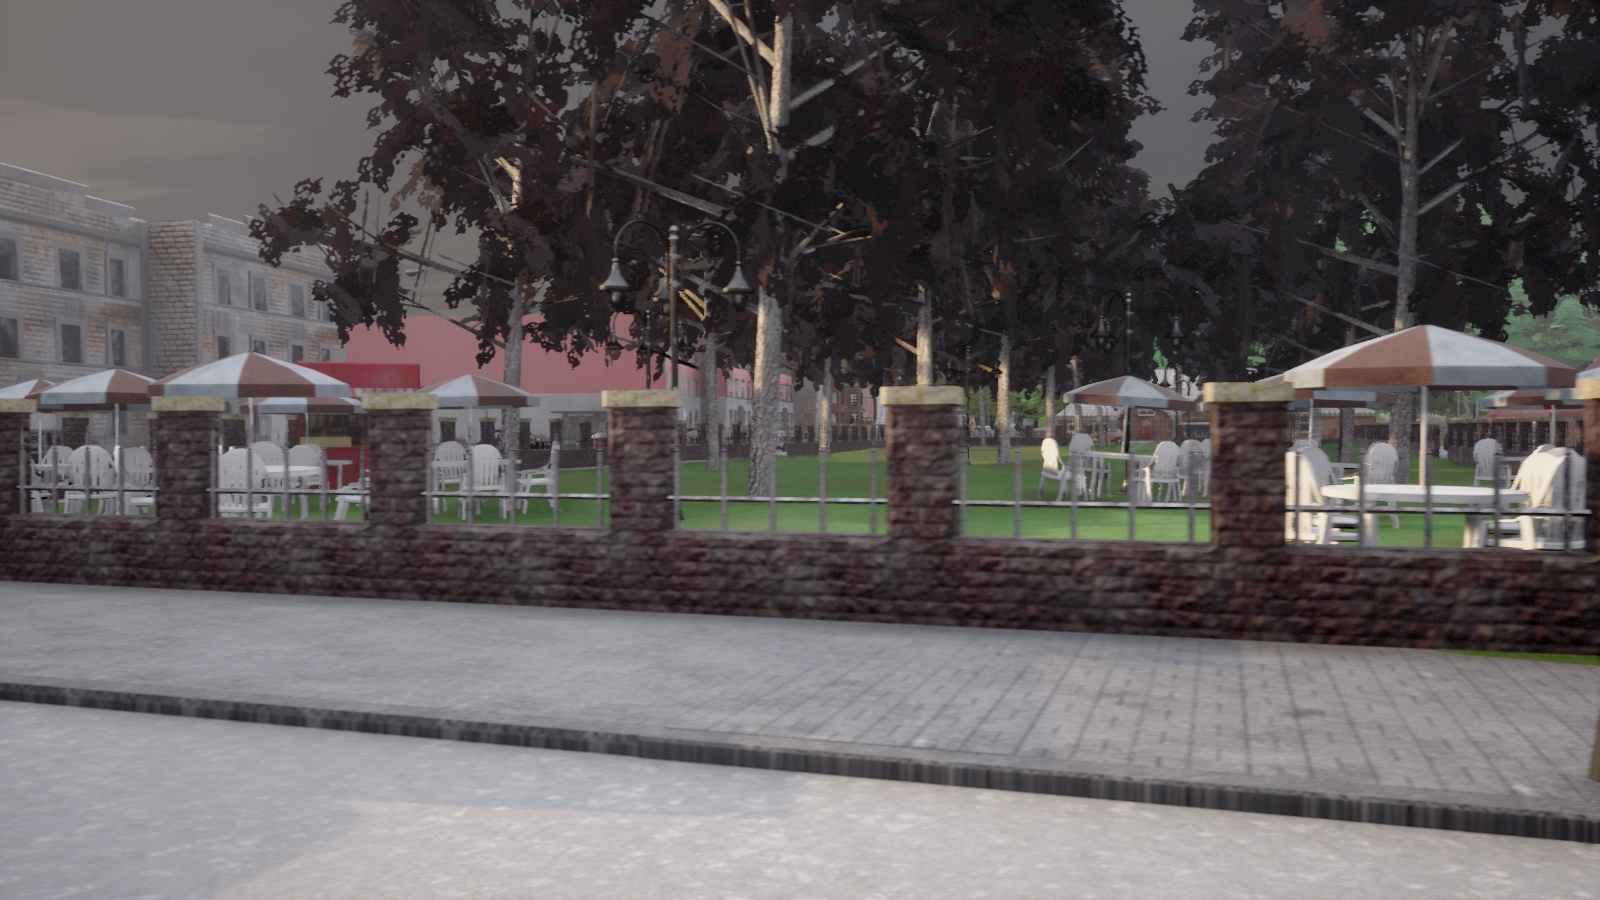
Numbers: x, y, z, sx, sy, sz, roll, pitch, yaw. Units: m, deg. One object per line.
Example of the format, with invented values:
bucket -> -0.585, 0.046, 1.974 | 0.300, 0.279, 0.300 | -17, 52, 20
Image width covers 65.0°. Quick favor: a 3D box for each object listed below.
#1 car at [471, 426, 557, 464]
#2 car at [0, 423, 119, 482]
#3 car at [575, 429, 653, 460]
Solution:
car -> -12.490, -0.250, 55.048 | 1.851, 1.617, 3.988 | 1, 1, 19
car -> -22.792, 0.028, 36.846 | 2.033, 1.649, 4.856 | 1, 1, 18
car -> -9.444, -0.305, 64.153 | 1.882, 1.535, 5.008 | 1, 1, 18
